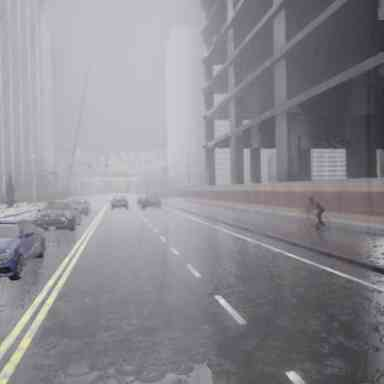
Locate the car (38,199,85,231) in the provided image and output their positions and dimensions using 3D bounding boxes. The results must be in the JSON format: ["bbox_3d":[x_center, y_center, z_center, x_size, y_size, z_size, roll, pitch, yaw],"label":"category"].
[{"bbox_3d":[-7.851,1.307,19.707,2.097,1.767,4.553,-1,1,-13],"label":"car"}]

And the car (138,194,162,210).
[{"bbox_3d":[-4.794,1.025,38.638,2.097,1.767,4.553,-1,1,-12],"label":"car"}]

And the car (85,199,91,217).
[{"bbox_3d":[-10.104,1.381,29.764,2.128,1.511,4.902,-1,1,-13],"label":"car"}]

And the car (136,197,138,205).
[{"bbox_3d":[-6.971,1.119,48.203,1.837,1.490,4.892,-1,1,-12],"label":"car"}]

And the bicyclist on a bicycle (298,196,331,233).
[{"bbox_3d":[5.497,1.021,14.942,1.656,1.620,0.582,-2,1,-13],"label":"bicyclist on a bicycle"}]

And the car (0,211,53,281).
[{"bbox_3d":[-5.601,1.544,9.817,1.812,1.442,4.674,-1,1,-13],"label":"car"}]

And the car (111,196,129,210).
[{"bbox_3d":[-8.352,1.244,38.545,2.128,1.511,4.902,-1,1,-12],"label":"car"}]

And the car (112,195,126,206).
[{"bbox_3d":[-10.581,1.254,48.236,1.994,1.385,4.181,-1,1,-12],"label":"car"}]
